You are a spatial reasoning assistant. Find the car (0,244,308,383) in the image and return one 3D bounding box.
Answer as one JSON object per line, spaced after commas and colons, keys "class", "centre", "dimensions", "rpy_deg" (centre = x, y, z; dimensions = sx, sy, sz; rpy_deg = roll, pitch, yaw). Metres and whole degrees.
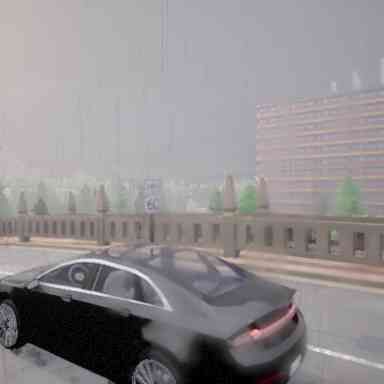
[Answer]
{"class": "car", "centre": [-0.961, 1.506, 4.677], "dimensions": [4.902, 1.511, 2.128], "rpy_deg": [-1, 0, 35]}
